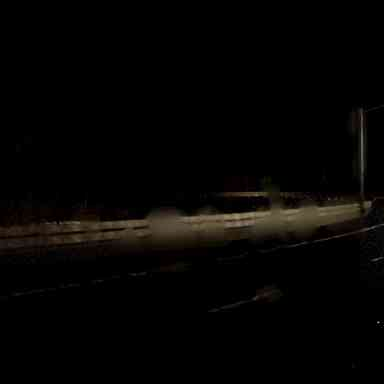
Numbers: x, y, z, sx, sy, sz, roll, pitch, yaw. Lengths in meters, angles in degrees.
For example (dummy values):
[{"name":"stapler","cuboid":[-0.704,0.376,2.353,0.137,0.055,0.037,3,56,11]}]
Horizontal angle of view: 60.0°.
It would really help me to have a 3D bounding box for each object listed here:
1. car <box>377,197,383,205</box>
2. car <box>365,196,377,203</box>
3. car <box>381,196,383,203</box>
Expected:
[{"name":"car","cuboid":[35.850,1.722,60.574,2.128,1.511,4.902,0,0,17]},{"name":"car","cuboid":[38.584,1.577,71.322,1.837,1.490,4.892,0,0,9]},{"name":"car","cuboid":[42.011,1.584,70.610,1.812,1.442,4.674,0,0,9]}]
